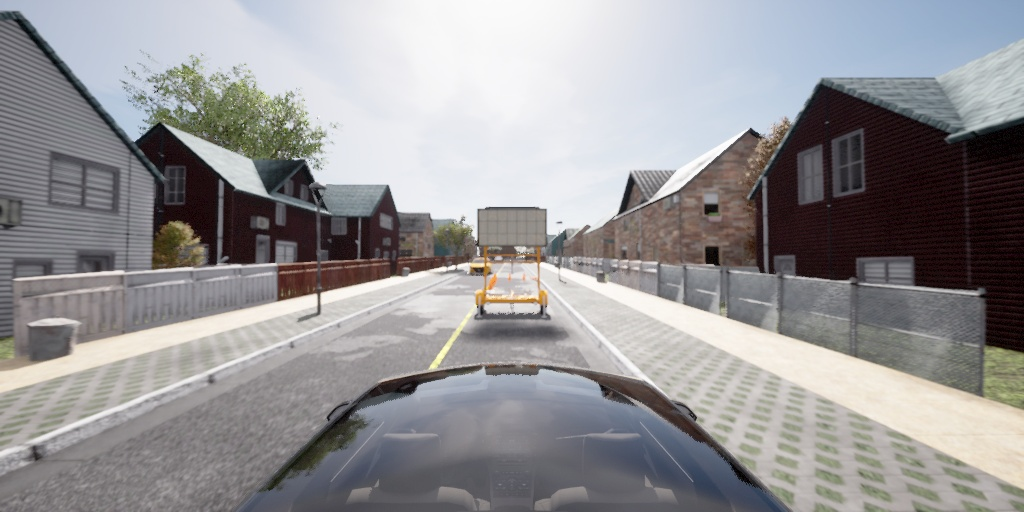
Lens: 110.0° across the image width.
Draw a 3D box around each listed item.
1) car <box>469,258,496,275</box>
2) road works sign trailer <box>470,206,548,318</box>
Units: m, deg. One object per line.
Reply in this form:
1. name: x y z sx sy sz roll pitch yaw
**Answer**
1. car: -2.821 0.919 33.242 1.882 1.535 5.008 0 0 0
2. road works sign trailer: 0.004 0.091 12.416 2.380 3.560 2.880 0 0 1
